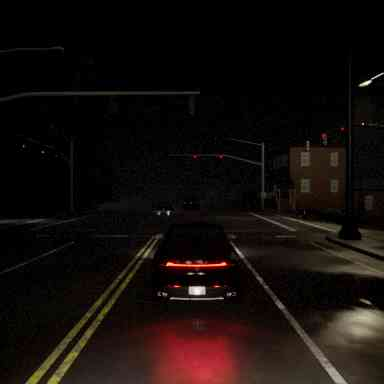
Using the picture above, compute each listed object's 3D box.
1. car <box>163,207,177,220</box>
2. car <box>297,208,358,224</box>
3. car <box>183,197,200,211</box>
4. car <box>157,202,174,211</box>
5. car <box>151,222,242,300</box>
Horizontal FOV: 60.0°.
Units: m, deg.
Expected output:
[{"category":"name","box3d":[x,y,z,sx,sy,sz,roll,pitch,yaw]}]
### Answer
[{"category":"car","box3d":[-3.681,3.615,55.736,2.033,1.411,5.357,0,-12,0]},{"category":"car","box3d":[11.645,2.055,28.872,4.718,1.301,1.895,8,0,1]},{"category":"car","box3d":[-0.072,1.906,47.444,2.150,2.045,5.566,0,-6,1]},{"category":"car","box3d":[-3.668,2.056,45.633,2.033,1.411,5.357,0,-4,0]},{"category":"car","box3d":[0.087,1.505,8.336,1.837,1.490,4.892,0,0,0]}]
